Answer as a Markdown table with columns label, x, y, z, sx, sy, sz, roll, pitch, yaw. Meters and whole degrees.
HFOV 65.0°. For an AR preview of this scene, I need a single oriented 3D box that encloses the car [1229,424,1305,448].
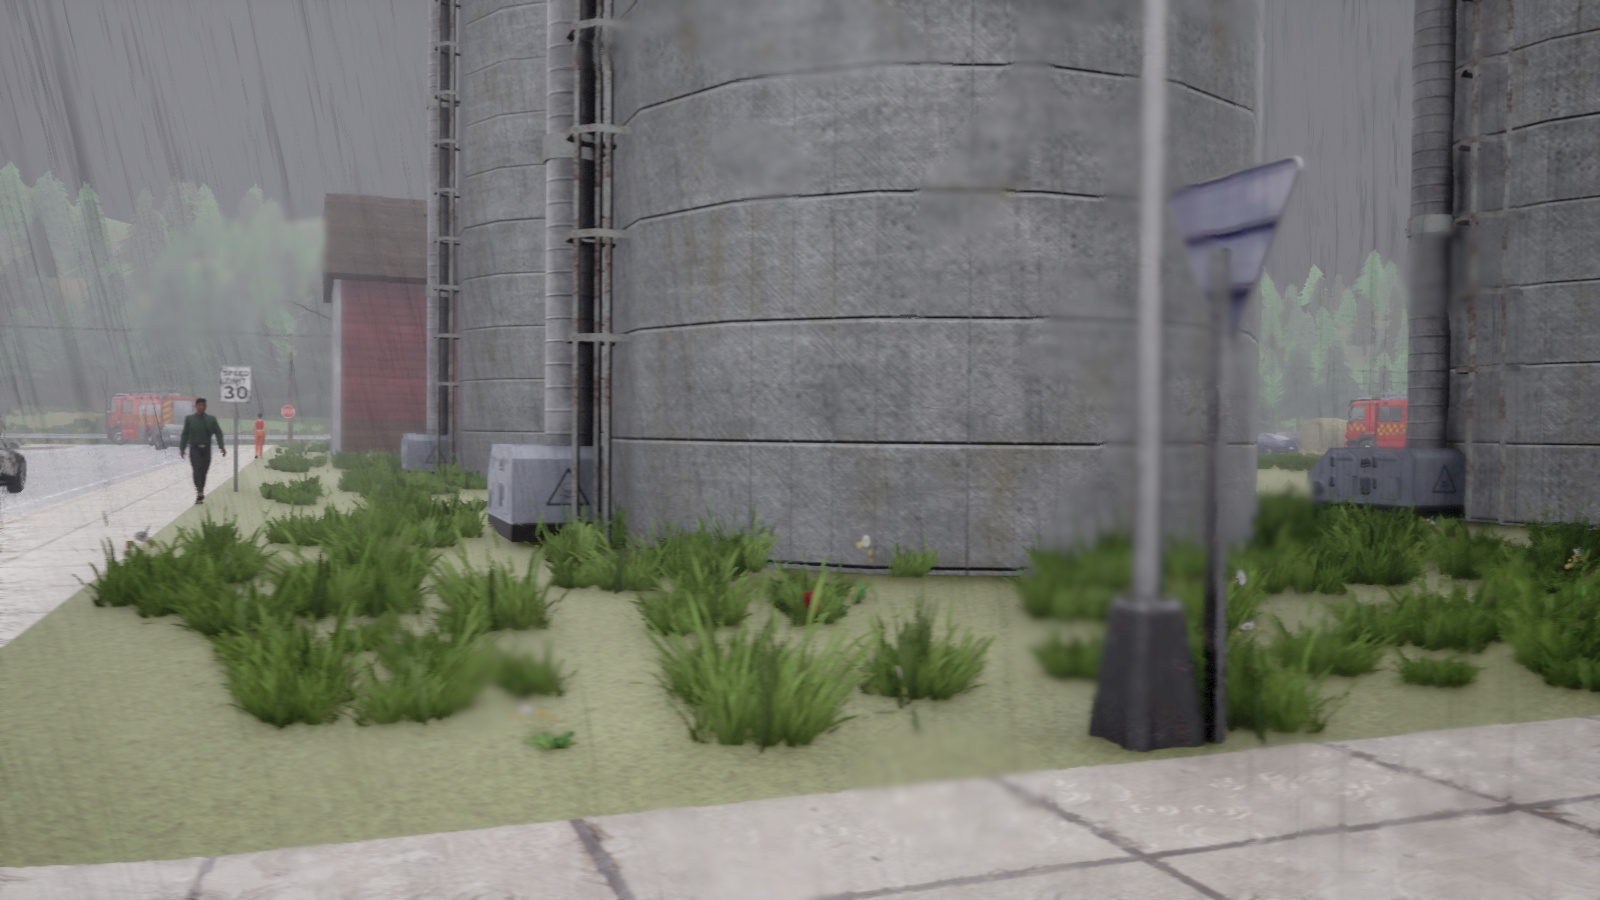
| label | x | y | z | sx | sy | sz | roll | pitch | yaw |
| --- | --- | --- | --- | --- | --- | --- | --- | --- | --- |
| car | 29.301 | -0.891 | 78.864 | 1.812 | 1.442 | 4.674 | -1 | 1 | -21 |

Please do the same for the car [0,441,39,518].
| label | x | y | z | sx | sy | sz | roll | pitch | yaw |
| --- | --- | --- | --- | --- | --- | --- | --- | --- | --- |
| car | -17.175 | 0.579 | 25.481 | 2.163 | 1.488 | 4.792 | -1 | 1 | -22 |

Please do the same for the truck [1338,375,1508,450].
| label | x | y | z | sx | sy | sz | roll | pitch | yaw |
| --- | --- | --- | --- | --- | --- | --- | --- | --- | --- |
| truck | 33.554 | -1.967 | 68.117 | 2.891 | 3.827 | 8.468 | 0 | 1 | -22 |

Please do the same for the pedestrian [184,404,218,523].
| label | x | y | z | sx | sy | sz | roll | pitch | yaw |
| --- | --- | --- | --- | --- | --- | --- | --- | --- | --- |
| pedestrian | -10.052 | 0.221 | 21.058 | 0.423 | 1.949 | 0.788 | -1 | 1 | -30 |

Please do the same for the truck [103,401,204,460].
| label | x | y | z | sx | sy | sz | roll | pitch | yaw |
| --- | --- | --- | --- | --- | --- | --- | --- | --- | --- |
| truck | -44.135 | -1.269 | 85.625 | 8.468 | 3.827 | 2.891 | 0 | 1 | 39 |

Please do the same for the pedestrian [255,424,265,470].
| label | x | y | z | sx | sy | sz | roll | pitch | yaw |
| --- | --- | --- | --- | --- | --- | --- | --- | --- | --- |
| pedestrian | -21.455 | -0.125 | 49.896 | 0.345 | 1.836 | 0.594 | -1 | 1 | -24 |

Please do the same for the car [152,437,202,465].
| label | x | y | z | sx | sy | sz | roll | pitch | yaw |
| --- | --- | --- | --- | --- | --- | --- | --- | --- | --- |
| car | -35.560 | 0.025 | 71.788 | 2.163 | 1.488 | 4.792 | -1 | 1 | -22 |
